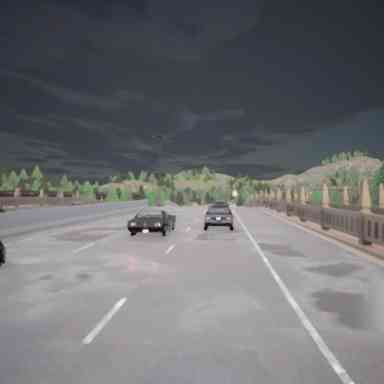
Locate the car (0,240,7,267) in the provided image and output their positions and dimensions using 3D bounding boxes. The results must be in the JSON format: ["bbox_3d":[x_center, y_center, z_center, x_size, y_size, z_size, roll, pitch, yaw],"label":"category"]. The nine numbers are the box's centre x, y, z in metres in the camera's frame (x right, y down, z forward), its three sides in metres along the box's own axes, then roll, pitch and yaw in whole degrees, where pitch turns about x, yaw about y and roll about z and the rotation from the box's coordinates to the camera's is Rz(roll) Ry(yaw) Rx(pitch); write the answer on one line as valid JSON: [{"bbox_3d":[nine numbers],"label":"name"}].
[{"bbox_3d":[-6.429,1.489,7.744,1.837,1.490,4.892,0,0,4],"label":"car"}]

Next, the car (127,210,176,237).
[{"bbox_3d":[-2.061,1.625,18.398,1.895,1.301,4.718,0,0,5],"label":"car"}]

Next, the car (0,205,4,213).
[{"bbox_3d":[-15.768,1.322,23.947,2.097,1.767,4.553,0,0,6],"label":"car"}]

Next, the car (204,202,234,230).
[{"bbox_3d":[1.740,1.596,21.670,2.033,1.411,5.357,0,0,5],"label":"car"}]

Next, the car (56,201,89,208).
[{"bbox_3d":[-11.439,1.608,32.685,1.895,1.301,4.718,0,0,5],"label":"car"}]

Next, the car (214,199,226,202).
[{"bbox_3d":[3.557,1.601,42.005,1.837,1.490,4.892,0,0,5],"label":"car"}]
